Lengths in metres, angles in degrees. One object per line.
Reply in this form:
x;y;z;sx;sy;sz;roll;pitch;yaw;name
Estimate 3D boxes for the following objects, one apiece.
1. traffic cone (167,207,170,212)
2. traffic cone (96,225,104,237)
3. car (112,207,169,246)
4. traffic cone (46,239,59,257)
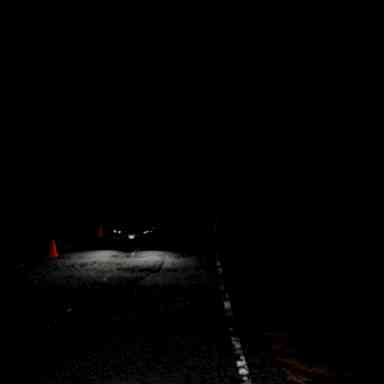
-2.615;1.895;36.693;0.340;0.580;0.340;0;0;8;traffic cone
-4.559;1.926;16.603;0.340;0.580;0.340;0;0;4;traffic cone
-2.196;1.480;15.268;1.837;1.490;4.892;0;0;3;car
-4.827;1.934;11.564;0.340;0.580;0.340;0;0;3;traffic cone
